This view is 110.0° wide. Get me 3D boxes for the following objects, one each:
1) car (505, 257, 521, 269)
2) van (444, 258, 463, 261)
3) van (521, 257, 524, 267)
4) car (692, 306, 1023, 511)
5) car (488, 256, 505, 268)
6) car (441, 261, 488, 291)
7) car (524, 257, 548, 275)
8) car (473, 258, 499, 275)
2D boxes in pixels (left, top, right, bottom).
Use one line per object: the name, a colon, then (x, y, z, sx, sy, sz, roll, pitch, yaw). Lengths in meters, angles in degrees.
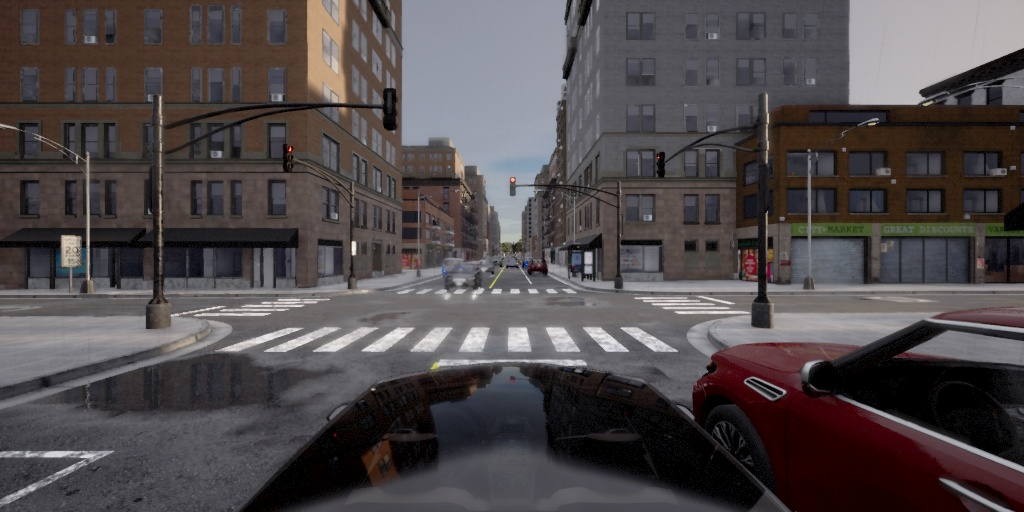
car: (0.068, 1.306, 57.962, 1.994, 1.385, 4.181, 0, 0, 0)
van: (-5.399, 1.087, 33.132, 1.690, 1.789, 3.998, 0, 0, 0)
van: (2.704, 1.084, 54.756, 1.690, 1.789, 3.998, 0, 0, 0)
car: (2.638, 1.065, 1.167, 2.192, 1.841, 5.009, 0, 0, 0)
car: (-2.738, 0.959, 62.052, 2.150, 2.045, 5.566, 0, 0, 0)
car: (-2.846, 1.239, 21.779, 2.128, 1.511, 4.902, 0, 0, 0)
car: (2.715, 1.060, 38.538, 2.192, 1.841, 5.009, 0, 0, 0)
car: (-2.839, 1.237, 38.837, 2.128, 1.511, 4.902, 0, 0, 0)
